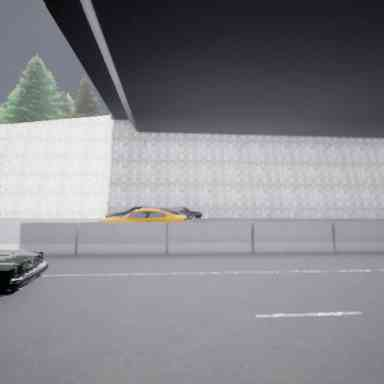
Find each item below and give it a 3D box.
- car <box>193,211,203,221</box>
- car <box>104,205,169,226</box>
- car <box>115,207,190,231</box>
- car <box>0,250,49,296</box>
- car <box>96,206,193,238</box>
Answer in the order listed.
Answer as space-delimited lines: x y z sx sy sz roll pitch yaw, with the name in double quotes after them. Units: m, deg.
-1.494 1.912 28.936 4.718 1.301 1.895 1 -1 -6 "car"
-4.099 1.774 25.139 4.674 1.442 1.812 1 -1 -6 "car"
-2.548 1.749 21.780 4.674 1.442 1.812 1 -1 -6 "car"
-5.750 1.637 7.190 4.718 1.301 1.895 1 -1 -6 "car"
-2.687 1.660 18.260 5.008 1.535 1.882 1 -1 -6 "car"
